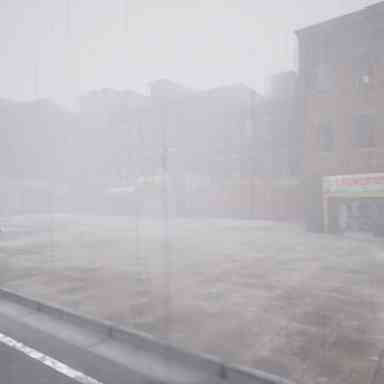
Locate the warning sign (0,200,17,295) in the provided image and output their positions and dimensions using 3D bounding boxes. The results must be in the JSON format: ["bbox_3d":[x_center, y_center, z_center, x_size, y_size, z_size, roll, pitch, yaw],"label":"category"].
[{"bbox_3d":[-4.477,1.141,6.642,1.060,1.860,1.300,-3,0,35],"label":"warning sign"}]
